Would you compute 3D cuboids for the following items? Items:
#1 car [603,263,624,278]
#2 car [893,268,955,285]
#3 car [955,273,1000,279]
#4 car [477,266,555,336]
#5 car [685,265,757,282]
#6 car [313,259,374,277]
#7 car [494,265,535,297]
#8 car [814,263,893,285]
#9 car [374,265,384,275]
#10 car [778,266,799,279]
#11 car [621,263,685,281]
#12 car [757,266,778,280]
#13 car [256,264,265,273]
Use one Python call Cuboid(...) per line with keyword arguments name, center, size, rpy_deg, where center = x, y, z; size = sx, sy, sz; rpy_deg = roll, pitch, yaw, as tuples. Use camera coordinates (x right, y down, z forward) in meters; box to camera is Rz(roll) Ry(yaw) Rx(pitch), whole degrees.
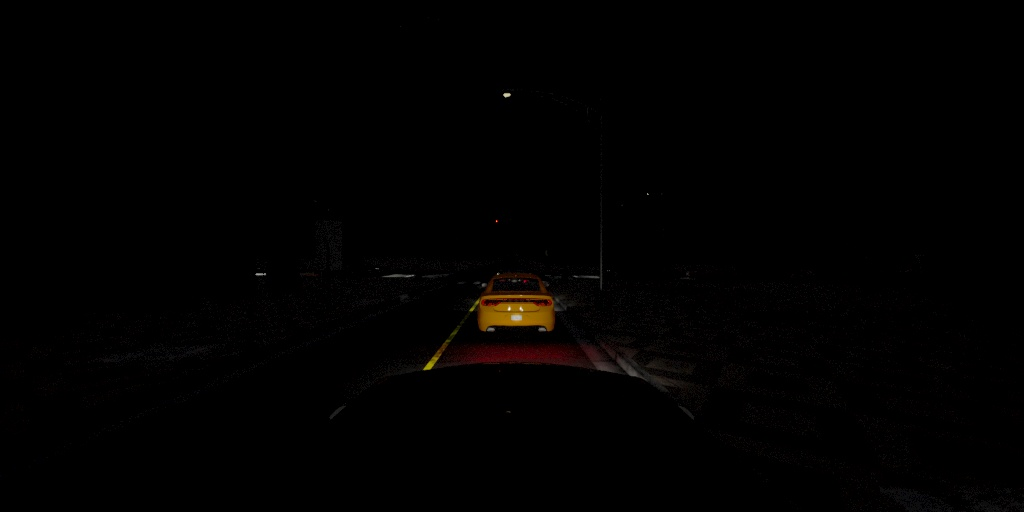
Cuboid(name="car", center=(11.905, 1.454, 36.890), size=(4.892, 1.490, 1.837), rpy_deg=(1, 0, 0))
Cuboid(name="car", center=(34.719, 1.862, 31.014), size=(4.507, 1.381, 1.888), rpy_deg=(0, 0, 0))
Cuboid(name="car", center=(40.369, 1.993, 31.009), size=(4.207, 1.307, 1.802), rpy_deg=(0, 0, 0))
Cuboid(name="car", center=(0.104, 1.227, 10.479), size=(1.882, 1.535, 5.008), rpy_deg=(0, 0, 0))
Cuboid(name="car", center=(17.958, 1.569, 31.027), size=(4.829, 1.417, 1.751), rpy_deg=(0, 0, 0))
Cuboid(name="car", center=(-14.762, 1.114, 30.957), size=(4.403, 1.370, 2.007), rpy_deg=(0, 0, 0))
Cuboid(name="car", center=(0.113, 1.296, 20.306), size=(2.033, 1.411, 5.357), rpy_deg=(0, 0, 0))
Cuboid(name="car", center=(29.075, 1.538, 31.018), size=(5.009, 1.841, 2.192), rpy_deg=(0, 0, 0))
Cuboid(name="car", center=(-14.583, 1.069, 33.701), size=(4.892, 1.490, 1.837), rpy_deg=(1, 0, -1))
Cuboid(name="car", center=(29.090, 1.763, 39.544), size=(4.507, 1.381, 1.888), rpy_deg=(0, 0, 0))
Cuboid(name="car", center=(12.146, 1.522, 31.032), size=(4.313, 1.339, 1.948), rpy_deg=(0, 0, 0))
Cuboid(name="car", center=(24.062, 1.740, 36.879), size=(4.718, 1.301, 1.895), rpy_deg=(1, 0, 0))
Cuboid(name="car", center=(-25.762, 0.975, 33.728), size=(4.181, 1.385, 1.994), rpy_deg=(1, 0, 1))
